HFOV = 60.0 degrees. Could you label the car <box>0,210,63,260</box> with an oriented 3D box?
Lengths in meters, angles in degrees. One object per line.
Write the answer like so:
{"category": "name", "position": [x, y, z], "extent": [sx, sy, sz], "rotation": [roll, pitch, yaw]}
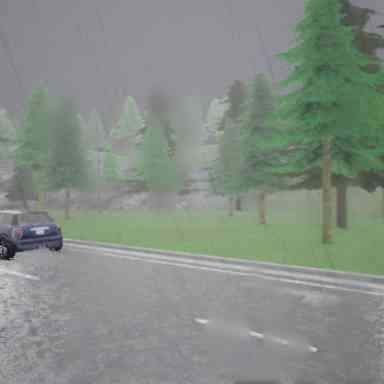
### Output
{"category": "car", "position": [-7.247, 1.506, 13.345], "extent": [4.553, 1.767, 2.097], "rotation": [-1, -1, 36]}
